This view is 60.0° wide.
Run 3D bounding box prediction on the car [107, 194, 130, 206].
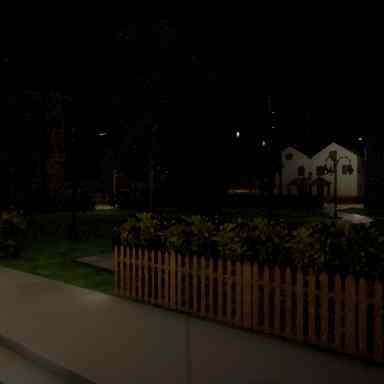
[{"bbox_3d":[-10.998,1.257,53.569,2.150,2.045,5.566,0,0,36],"label":"car"}]
